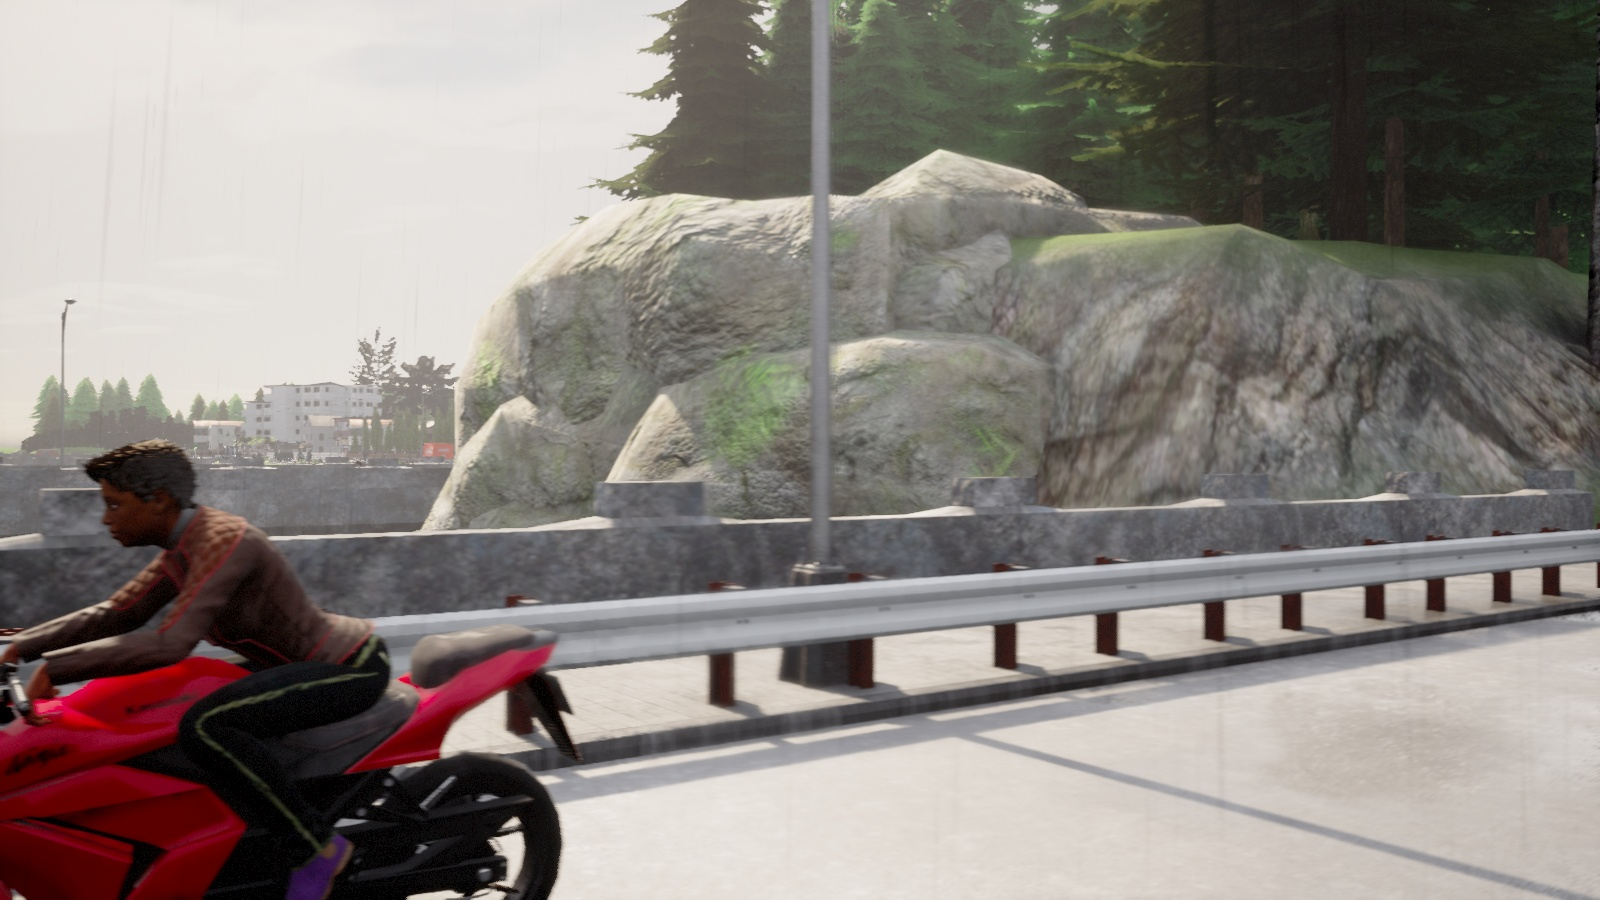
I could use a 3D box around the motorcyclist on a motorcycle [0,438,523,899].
[{"bbox_3d":[-1.792,0.738,3.021,2.044,1.523,0.797,0,0,-35],"label":"motorcyclist on a motorcycle"}]
